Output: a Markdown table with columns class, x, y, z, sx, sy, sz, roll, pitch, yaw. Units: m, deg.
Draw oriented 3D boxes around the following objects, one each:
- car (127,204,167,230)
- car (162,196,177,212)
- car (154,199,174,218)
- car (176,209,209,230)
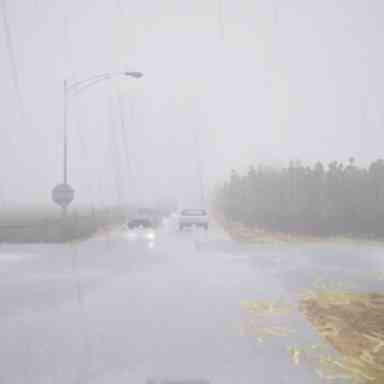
| class | x | y | z | sx | sy | sz | roll | pitch | yaw |
| --- | --- | --- | --- | --- | --- | --- | --- | --- | --- |
| car | -3.174 | 1.770 | 23.337 | 2.033 | 1.411 | 5.357 | 0 | -1 | 0 |
| car | -3.110 | 1.599 | 44.393 | 2.150 | 2.045 | 5.566 | 0 | 0 | 1 |
| car | -3.162 | 1.799 | 33.764 | 1.882 | 1.535 | 5.008 | 0 | 0 | 0 |
| car | 0.121 | 1.821 | 23.117 | 1.895 | 1.301 | 4.718 | 0 | -1 | 0 |
